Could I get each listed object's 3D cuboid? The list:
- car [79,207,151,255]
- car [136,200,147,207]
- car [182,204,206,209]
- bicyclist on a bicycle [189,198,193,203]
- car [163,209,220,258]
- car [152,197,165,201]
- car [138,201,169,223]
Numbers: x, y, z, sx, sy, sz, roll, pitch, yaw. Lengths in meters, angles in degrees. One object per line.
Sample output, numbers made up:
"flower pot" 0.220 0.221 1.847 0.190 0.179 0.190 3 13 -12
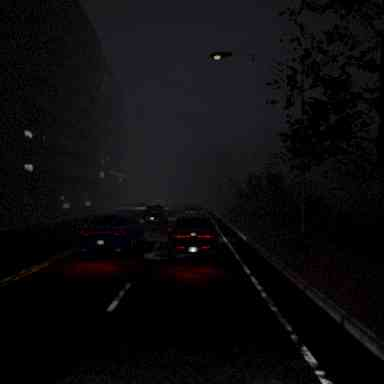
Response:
"car" -3.169 1.628 14.137 1.882 1.535 5.008 0 0 1
"car" -9.714 2.266 64.752 1.994 1.385 4.181 0 -1 -1
"car" 0.159 1.797 28.379 2.128 1.511 4.902 0 0 1
"bicyclist on a bicycle" 0.051 2.398 87.443 0.582 1.620 1.656 0 -1 -3
"car" 0.069 1.650 13.372 1.837 1.490 4.892 0 0 1
"car" -6.461 1.924 64.491 2.150 2.045 5.566 0 -1 -1
"car" -3.091 1.811 28.386 1.837 1.490 4.892 0 0 1
